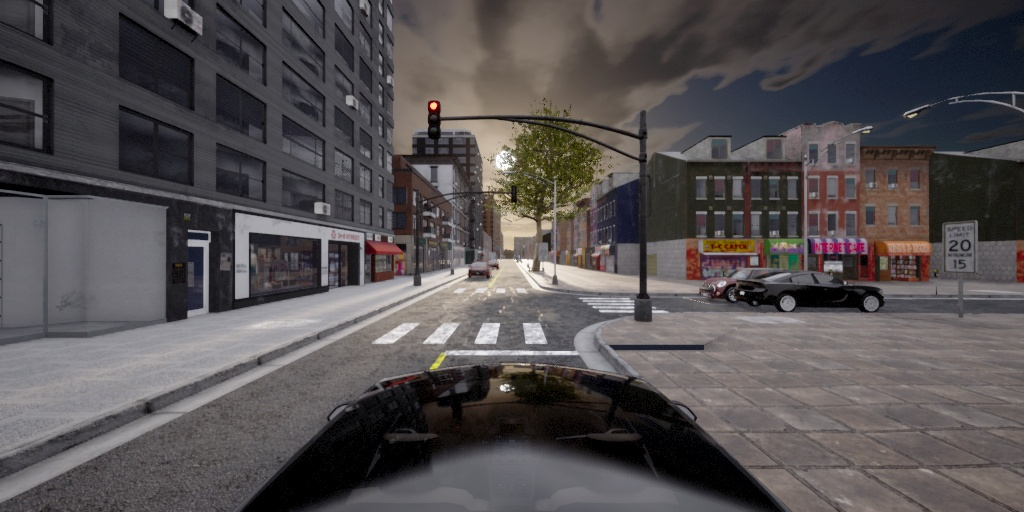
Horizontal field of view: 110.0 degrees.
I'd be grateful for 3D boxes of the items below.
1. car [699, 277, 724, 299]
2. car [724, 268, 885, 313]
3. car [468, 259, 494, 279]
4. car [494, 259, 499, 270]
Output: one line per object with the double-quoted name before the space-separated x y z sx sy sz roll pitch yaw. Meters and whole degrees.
"car" 10.878 1.262 16.492 4.097 1.591 1.967 0 0 0
"car" 11.366 1.296 13.859 5.008 1.535 1.882 0 0 0
"car" -2.944 1.231 33.139 1.882 1.535 5.008 0 0 0
"car" -2.977 1.244 55.013 1.882 1.535 5.008 0 0 0
